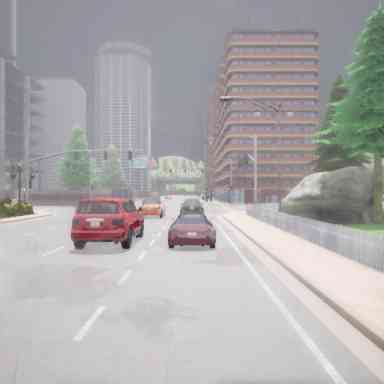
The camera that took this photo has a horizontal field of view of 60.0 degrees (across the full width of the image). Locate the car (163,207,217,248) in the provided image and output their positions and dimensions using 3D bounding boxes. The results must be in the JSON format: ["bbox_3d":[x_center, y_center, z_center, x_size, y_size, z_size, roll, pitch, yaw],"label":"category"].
[{"bbox_3d":[0.000,1.571,14.650,1.994,1.385,4.181,0,0,0],"label":"car"}]

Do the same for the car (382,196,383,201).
[{"bbox_3d":[39.904,1.420,68.472,1.882,1.535,5.008,0,0,27],"label":"car"}]

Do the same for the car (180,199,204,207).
[{"bbox_3d":[0.000,1.365,29.620,2.097,1.767,4.553,0,0,0],"label":"car"}]

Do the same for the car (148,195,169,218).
[{"bbox_3d":[-3.500,1.365,29.620,2.097,1.767,4.553,0,0,0],"label":"car"}]

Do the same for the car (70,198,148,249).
[{"bbox_3d":[-3.500,1.257,14.680,2.150,2.045,5.566,0,0,0],"label":"car"}]
